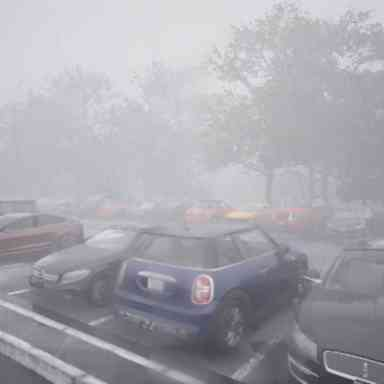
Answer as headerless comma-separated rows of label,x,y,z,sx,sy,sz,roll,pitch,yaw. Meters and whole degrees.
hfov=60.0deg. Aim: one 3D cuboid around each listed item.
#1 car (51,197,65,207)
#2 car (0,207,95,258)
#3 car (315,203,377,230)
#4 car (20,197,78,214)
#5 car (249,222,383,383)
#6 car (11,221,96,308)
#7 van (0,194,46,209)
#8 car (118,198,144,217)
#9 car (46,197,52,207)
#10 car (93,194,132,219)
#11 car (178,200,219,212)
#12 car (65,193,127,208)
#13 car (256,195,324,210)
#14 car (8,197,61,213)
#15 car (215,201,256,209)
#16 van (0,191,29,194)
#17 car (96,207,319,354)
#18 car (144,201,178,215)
car,-9.760,1.371,30.262,2.163,1.488,4.792,1,0,36
car,-6.082,1.474,11.458,2.163,1.488,4.792,0,0,36
car,8.334,1.502,17.259,2.231,1.521,4.892,0,0,36
car,-14.297,1.297,33.488,2.097,1.535,5.008,1,0,36
car,2.986,1.520,4.998,2.231,1.521,4.892,0,0,36
car,-1.540,1.523,8.240,2.002,1.452,4.674,0,0,36
van,-8.445,1.199,13.044,1.878,1.987,4.442,1,0,36
car,-2.984,1.444,25.371,2.002,1.452,4.674,1,0,36
car,-12.033,1.320,31.866,2.231,1.521,4.892,1,0,36
car,-5.266,1.258,26.966,2.185,1.767,4.553,1,0,36
car,1.522,1.319,22.097,2.185,1.767,4.553,0,0,36
car,-7.526,1.112,28.590,2.435,2.045,5.566,1,0,36
car,6.053,1.231,18.852,2.435,2.045,5.566,0,0,36
car,-16.563,1.314,35.109,2.002,1.452,4.674,1,0,36
car,3.806,1.463,20.504,2.097,1.535,5.008,0,0,36
van,-21.156,1.002,38.257,1.878,1.987,4.442,1,0,36
car,0.702,1.376,6.590,2.185,1.767,4.553,0,0,36
car,-0.725,1.424,23.742,2.097,1.535,5.008,1,0,36
